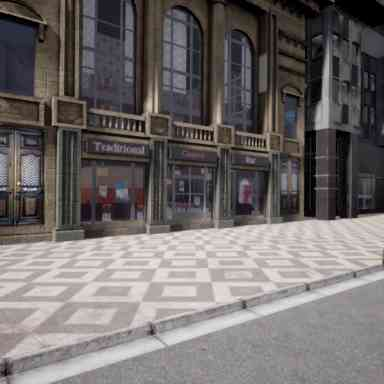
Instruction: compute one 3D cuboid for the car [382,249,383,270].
[{"bbox_3d":[7.087,1.225,8.433,5.566,2.045,2.150,0,0,-35],"label":"car"}]
